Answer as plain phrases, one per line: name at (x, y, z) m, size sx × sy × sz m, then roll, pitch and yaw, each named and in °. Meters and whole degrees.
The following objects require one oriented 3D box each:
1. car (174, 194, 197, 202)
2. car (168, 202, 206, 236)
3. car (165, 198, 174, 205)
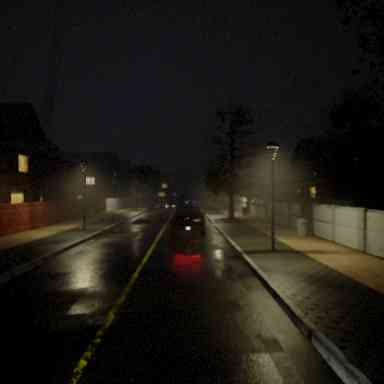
car at (-0.654, 1.285, 38.761) m, size 2.150 × 2.045 × 5.566 m, roll 0°, pitch 0°, yaw -2°
car at (-0.247, 1.522, 18.684) m, size 1.837 × 1.490 × 4.892 m, roll 0°, pitch 0°, yaw -1°
car at (-3.964, 1.733, 61.921) m, size 2.033 × 1.411 × 5.357 m, roll 0°, pitch 0°, yaw -1°
